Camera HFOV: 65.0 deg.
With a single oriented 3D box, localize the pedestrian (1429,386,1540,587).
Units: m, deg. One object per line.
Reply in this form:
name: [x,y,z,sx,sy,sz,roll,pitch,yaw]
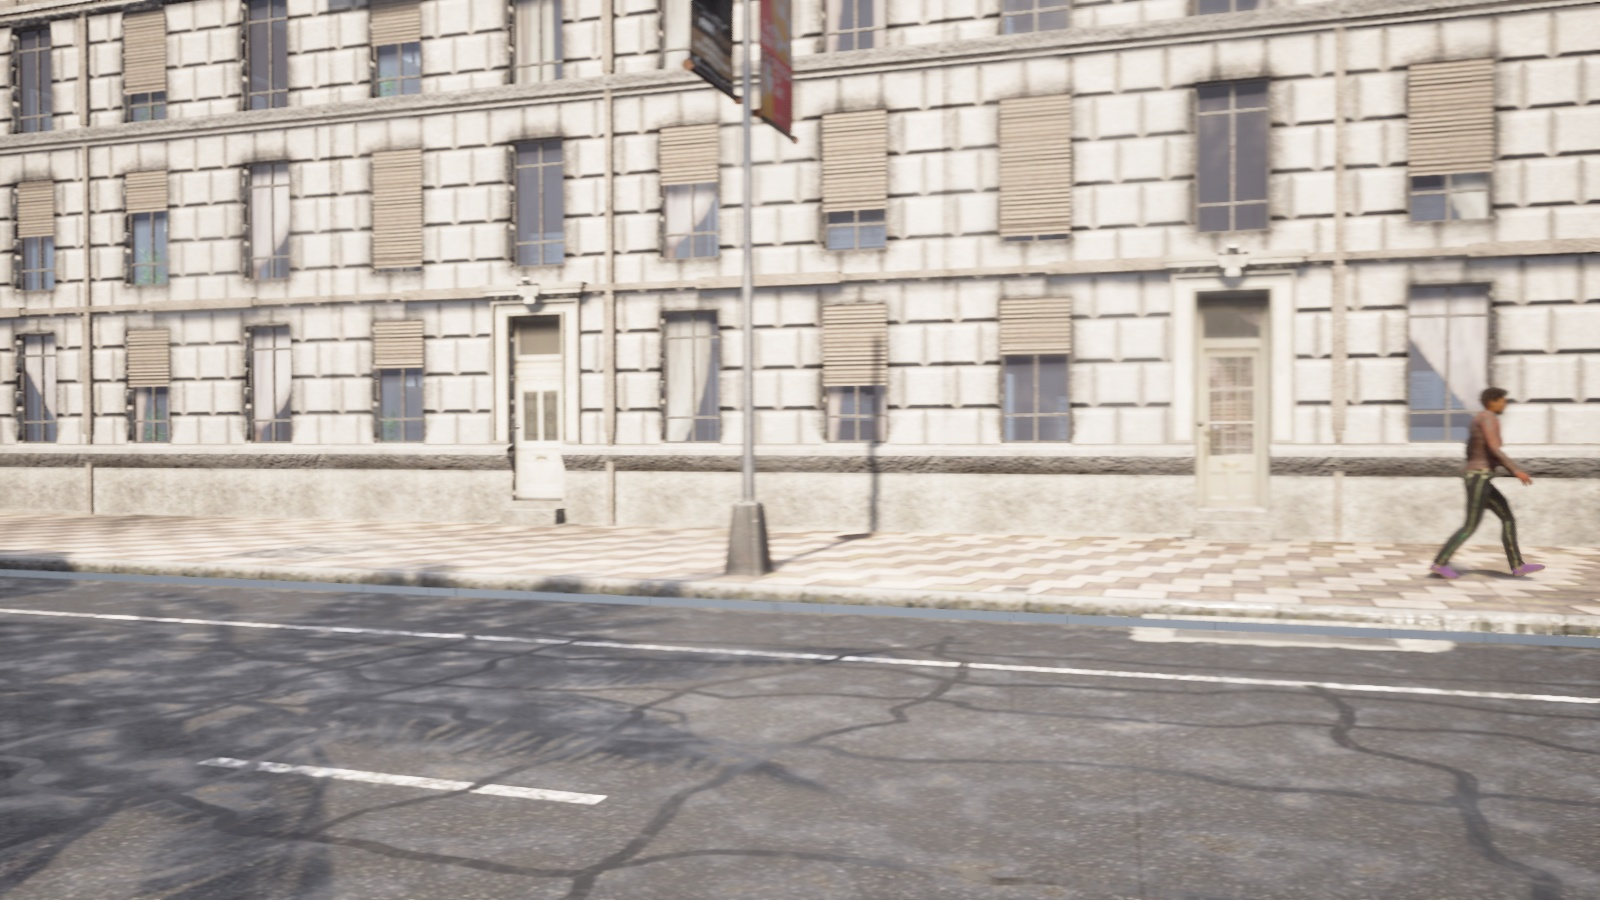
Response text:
pedestrian: [6.307,0.321,11.602,0.869,1.805,0.328,1,1,26]
